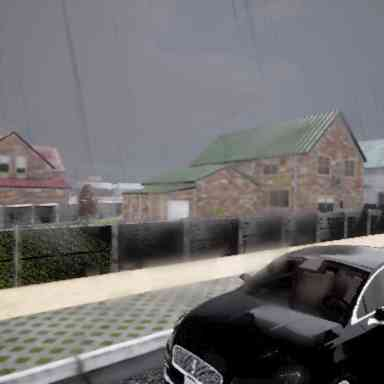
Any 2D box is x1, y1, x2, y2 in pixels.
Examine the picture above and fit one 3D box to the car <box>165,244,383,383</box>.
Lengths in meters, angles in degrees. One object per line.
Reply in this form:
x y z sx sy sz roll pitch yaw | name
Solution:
1.939 1.555 4.510 4.892 1.490 1.837 1 -1 -37 | car
